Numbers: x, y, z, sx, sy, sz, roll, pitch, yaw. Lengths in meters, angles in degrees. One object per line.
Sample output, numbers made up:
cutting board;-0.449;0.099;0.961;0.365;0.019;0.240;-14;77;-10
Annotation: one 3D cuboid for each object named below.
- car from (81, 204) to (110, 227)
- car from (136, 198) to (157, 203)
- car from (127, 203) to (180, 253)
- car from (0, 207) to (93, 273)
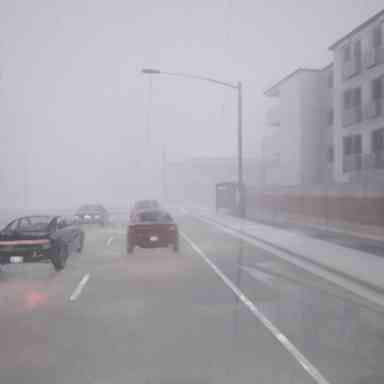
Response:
car;-6.538;1.500;21.936;2.033;1.411;5.357;-1;0;-9
car;-3.163;1.268;22.984;2.097;1.767;4.553;-1;0;-9
car;-1.643;1.426;13.615;1.882;1.535;5.008;-1;0;-9
car;-4.764;1.483;10.772;2.128;1.511;4.902;-1;0;-8
